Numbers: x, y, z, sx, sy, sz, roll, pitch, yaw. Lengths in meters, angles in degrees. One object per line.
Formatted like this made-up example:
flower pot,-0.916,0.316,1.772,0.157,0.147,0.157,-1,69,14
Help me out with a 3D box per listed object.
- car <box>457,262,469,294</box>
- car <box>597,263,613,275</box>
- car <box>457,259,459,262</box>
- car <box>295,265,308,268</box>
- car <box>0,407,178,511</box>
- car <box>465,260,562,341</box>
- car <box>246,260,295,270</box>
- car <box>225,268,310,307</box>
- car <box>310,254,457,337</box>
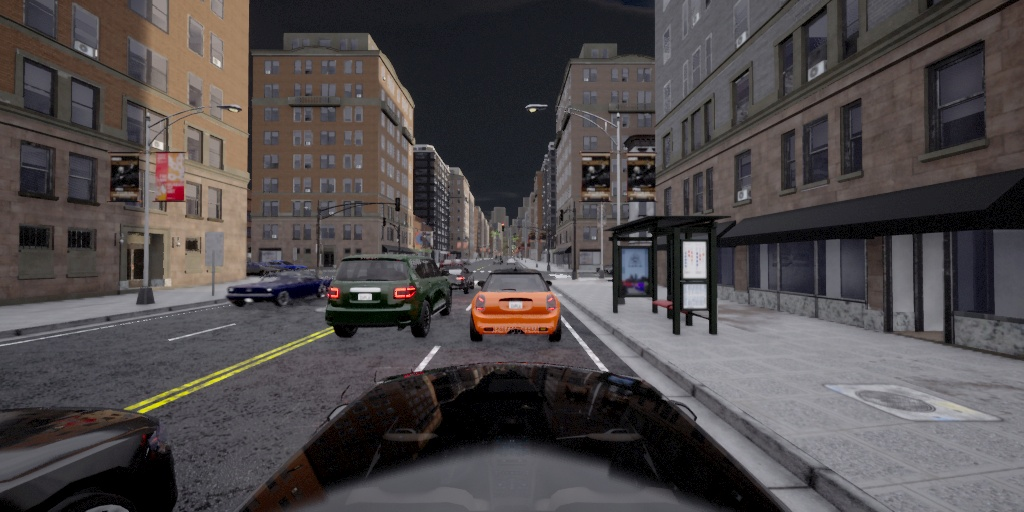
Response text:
car,-3.199,1.282,20.108,1.812,1.442,4.674,0,0,0
car,12.415,1.382,38.886,5.357,1.411,2.033,0,-1,2
car,-9.968,1.245,55.340,1.882,1.535,5.008,0,0,0
car,-22.788,1.149,35.258,5.008,1.535,1.882,0,-1,0
car,-3.144,1.241,0.363,2.128,1.511,4.902,0,0,0
car,0.080,1.104,10.015,2.097,1.767,4.553,0,0,0
car,-22.918,1.175,32.008,5.357,1.411,2.033,0,-1,0
car,-9.877,1.355,15.654,1.895,1.301,4.718,0,0,0
car,-3.171,0.974,10.401,2.150,2.045,5.566,0,0,0
